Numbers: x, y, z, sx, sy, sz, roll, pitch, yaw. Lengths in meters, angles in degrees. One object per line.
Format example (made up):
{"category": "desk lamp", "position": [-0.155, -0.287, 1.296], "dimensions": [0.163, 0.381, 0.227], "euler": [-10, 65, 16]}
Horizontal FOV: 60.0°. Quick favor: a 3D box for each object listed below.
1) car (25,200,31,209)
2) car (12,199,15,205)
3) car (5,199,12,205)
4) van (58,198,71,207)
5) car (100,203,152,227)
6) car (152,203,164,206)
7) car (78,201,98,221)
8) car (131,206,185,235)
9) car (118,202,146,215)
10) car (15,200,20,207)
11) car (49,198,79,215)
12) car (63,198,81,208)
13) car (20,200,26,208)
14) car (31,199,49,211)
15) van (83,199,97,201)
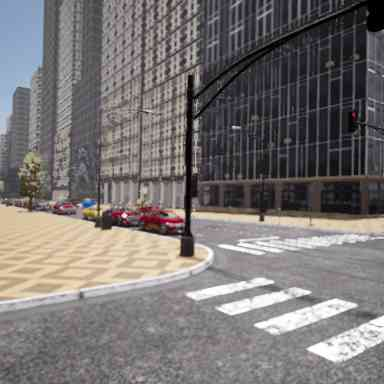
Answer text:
{"category": "car", "position": [-24.442, 2.093, 52.380], "dimensions": [1.947, 1.339, 4.313], "euler": [1, -1, -35]}
{"category": "car", "position": [-34.182, 2.273, 66.374], "dimensions": [1.802, 1.307, 4.206], "euler": [1, -1, -35]}
{"category": "car", "position": [-40.675, 2.351, 75.704], "dimensions": [2.008, 1.369, 4.403], "euler": [1, -1, -35]}
{"category": "van", "position": [-27.303, 2.237, 71.162], "dimensions": [1.690, 1.788, 3.998], "euler": [1, -1, -35]}
{"category": "car", "position": [-4.962, 1.640, 24.393], "dimensions": [1.967, 1.590, 4.097], "euler": [1, -1, -35]}
{"category": "car", "position": [-4.577, 1.954, 38.507], "dimensions": [1.967, 1.590, 4.097], "euler": [1, -1, -35]}
{"category": "car", "position": [-8.112, 1.778, 28.917], "dimensions": [1.752, 1.417, 4.829], "euler": [1, -1, -35]}
{"category": "car", "position": [-1.716, 1.728, 19.726], "dimensions": [1.802, 1.307, 4.206], "euler": [1, -1, -35]}
{"category": "car", "position": [-7.921, 2.096, 43.310], "dimensions": [1.752, 1.417, 4.829], "euler": [1, -1, -35]}
{"category": "car", "position": [-30.936, 2.187, 61.709], "dimensions": [2.008, 1.369, 4.403], "euler": [1, -1, -35]}
{"category": "car", "position": [-14.702, 1.804, 38.388], "dimensions": [1.967, 1.590, 4.097], "euler": [1, -1, -35]}
{"category": "car", "position": [-24.056, 2.157, 66.498], "dimensions": [2.192, 1.841, 5.009], "euler": [1, -1, -35]}
{"category": "car", "position": [-27.688, 2.127, 57.045], "dimensions": [1.887, 1.381, 4.507], "euler": [1, -1, -35]}
{"category": "car", "position": [-21.195, 2.024, 47.715], "dimensions": [2.008, 1.369, 4.403], "euler": [1, -1, -35]}
{"category": "van", "position": [-17.563, 2.074, 57.168], "dimensions": [1.690, 1.788, 3.998], "euler": [1, -1, -35]}
